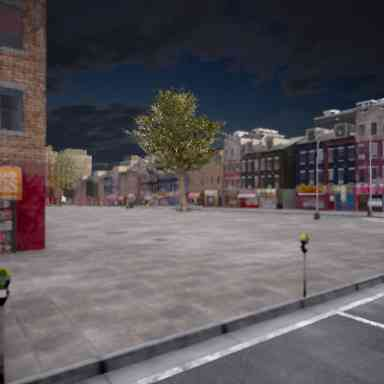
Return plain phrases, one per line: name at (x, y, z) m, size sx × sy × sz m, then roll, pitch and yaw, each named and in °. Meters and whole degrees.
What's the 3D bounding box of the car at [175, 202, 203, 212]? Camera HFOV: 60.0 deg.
car at (-0.455, 2.144, 47.419) m, size 1.895 × 1.301 × 4.718 m, roll 0°, pitch -1°, yaw -35°
